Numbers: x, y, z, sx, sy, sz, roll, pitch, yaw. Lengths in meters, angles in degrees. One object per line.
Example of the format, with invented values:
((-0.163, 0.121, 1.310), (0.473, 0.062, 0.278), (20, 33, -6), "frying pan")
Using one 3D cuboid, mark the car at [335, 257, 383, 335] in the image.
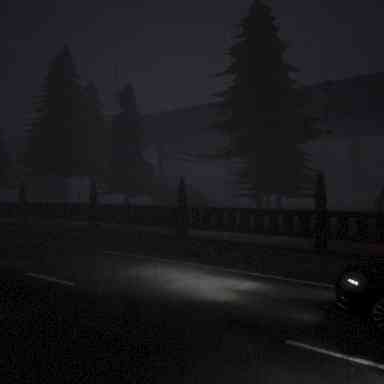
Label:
((4.779, 1.493, 4.883), (4.902, 1.511, 2.128), (0, 0, 35), "car")
